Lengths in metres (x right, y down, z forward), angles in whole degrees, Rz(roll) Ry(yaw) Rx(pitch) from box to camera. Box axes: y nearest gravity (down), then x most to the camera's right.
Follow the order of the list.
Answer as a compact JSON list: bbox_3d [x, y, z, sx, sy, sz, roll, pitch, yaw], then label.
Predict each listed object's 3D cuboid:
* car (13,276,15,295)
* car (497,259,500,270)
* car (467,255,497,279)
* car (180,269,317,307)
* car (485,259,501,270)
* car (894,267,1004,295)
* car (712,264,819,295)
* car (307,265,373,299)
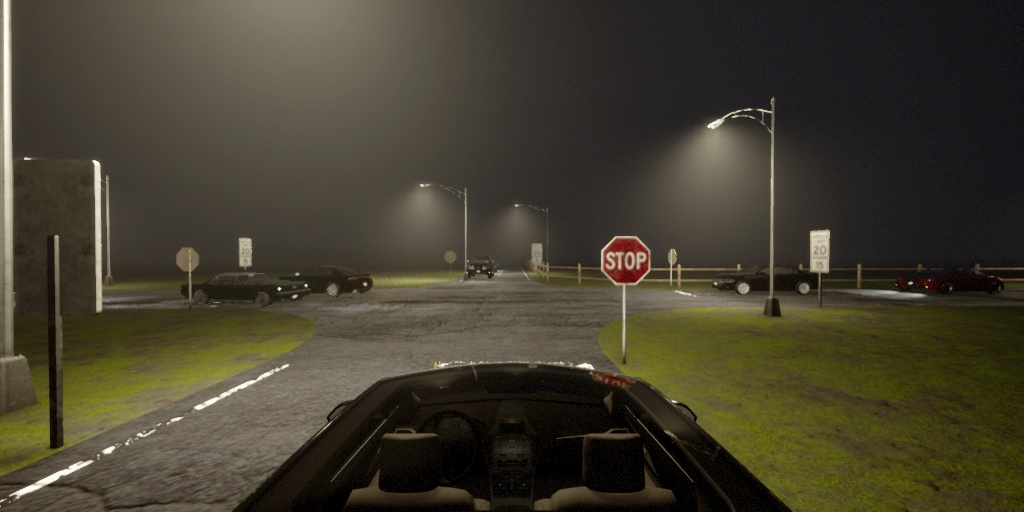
[{"bbox_3d":[-25.041,1.396,17.009,4.718,1.301,1.895,0,1,11],"label":"car"},{"bbox_3d":[-2.769,1.290,42.936,1.994,1.385,4.181,0,0,0],"label":"car"},{"bbox_3d":[-2.808,0.952,32.927,2.150,2.045,5.566,0,0,1],"label":"car"},{"bbox_3d":[-11.163,1.370,15.195,4.718,1.301,1.895,0,1,9],"label":"car"},{"bbox_3d":[-2.732,1.213,53.383,2.128,1.511,4.902,0,0,0],"label":"car"},{"bbox_3d":[23.222,1.269,19.148,4.181,1.385,1.994,0,1,-1],"label":"car"},{"bbox_3d":[13.232,1.190,18.911,5.008,1.535,1.882,0,1,0],"label":"car"},{"bbox_3d":[-9.488,1.214,18.035,5.008,1.535,1.882,0,0,16],"label":"car"}]
